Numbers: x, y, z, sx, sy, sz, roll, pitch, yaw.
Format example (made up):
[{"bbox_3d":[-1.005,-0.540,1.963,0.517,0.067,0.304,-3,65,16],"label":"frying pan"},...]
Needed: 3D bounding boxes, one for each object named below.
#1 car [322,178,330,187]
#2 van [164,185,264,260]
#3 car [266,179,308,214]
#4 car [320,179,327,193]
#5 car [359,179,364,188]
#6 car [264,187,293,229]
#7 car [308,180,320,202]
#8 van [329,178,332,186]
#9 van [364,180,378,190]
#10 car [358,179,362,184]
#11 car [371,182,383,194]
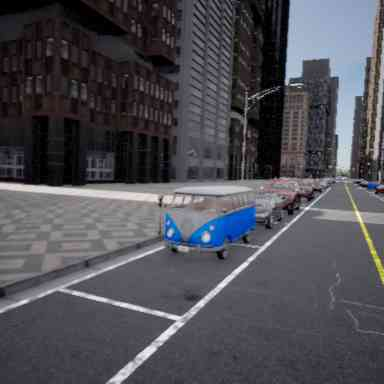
[{"bbox_3d":[21.601,-1.140,55.856,2.008,1.369,4.403,4,4,24],"label":"car"},{"bbox_3d":[0.690,0.717,9.632,1.690,1.788,3.998,4,4,24],"label":"van"},{"bbox_3d":[5.340,0.230,19.899,2.192,1.841,5.009,4,4,24],"label":"car"},{"bbox_3d":[16.952,-0.666,45.588,1.947,1.339,4.313,4,4,24],"label":"car"},{"bbox_3d":[40.983,-1.693,78.047,1.802,1.307,4.206,4,4,24],"label":"car"},{"bbox_3d":[3.006,0.696,14.780,2.008,1.369,4.403,4,4,24],"label":"car"},{"bbox_3d":[9.989,-0.228,30.168,2.192,1.841,5.009,4,4,24],"label":"car"},{"bbox_3d":[26.258,-1.808,66.111,1.690,1.788,3.998,4,4,24],"label":"van"},{"bbox_3d":[34.019,-1.244,62.628,1.690,1.788,3.998,4,4,24],"label":"van"},{"bbox_3d":[43.307,-1.922,83.181,1.802,1.307,4.206,4,4,24],"label":"car"},{"bbox_3d":[27.038,-0.353,47.238,1.887,1.381,4.507,4,4,24],"label":"car"}]
